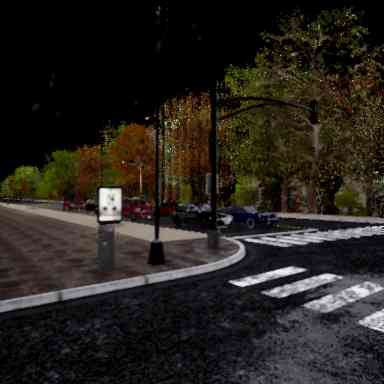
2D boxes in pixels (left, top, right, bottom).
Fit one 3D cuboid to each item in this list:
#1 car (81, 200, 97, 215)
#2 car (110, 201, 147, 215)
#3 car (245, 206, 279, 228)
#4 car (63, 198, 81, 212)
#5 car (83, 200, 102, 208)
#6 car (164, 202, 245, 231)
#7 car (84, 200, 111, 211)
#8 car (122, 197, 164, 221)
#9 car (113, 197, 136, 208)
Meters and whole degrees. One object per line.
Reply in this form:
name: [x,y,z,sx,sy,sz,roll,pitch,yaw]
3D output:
car: [-9.799,1.637,35.428,2.128,1.511,4.902,0,-1,-34]
car: [-7.228,1.705,37.421,2.033,1.411,5.357,0,-1,-34]
car: [3.417,1.572,21.948,1.895,1.301,4.718,0,-1,-34]
car: [-15.383,1.595,43.596,2.097,1.767,4.553,0,-1,-34]
car: [-17.470,1.996,58.194,1.895,1.301,4.718,0,-1,-35]
car: [0.590,1.455,20.303,2.128,1.511,4.902,0,-1,-34]
car: [-13.206,1.810,46.173,2.033,1.411,5.357,0,-1,-34]
car: [-4.612,1.407,27.885,2.097,1.767,4.553,0,-1,-34]
car: [-11.221,1.695,54.923,2.097,1.767,4.553,0,-1,-34]
